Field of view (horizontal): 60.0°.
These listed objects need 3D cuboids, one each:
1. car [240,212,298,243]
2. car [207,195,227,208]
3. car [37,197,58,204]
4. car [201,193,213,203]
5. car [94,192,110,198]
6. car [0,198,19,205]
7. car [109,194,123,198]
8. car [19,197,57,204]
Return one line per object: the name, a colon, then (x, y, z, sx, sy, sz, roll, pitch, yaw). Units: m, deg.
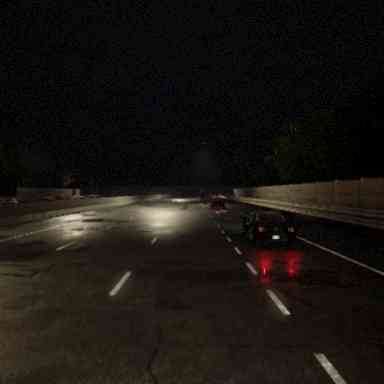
car: (3.499, 1.599, 16.073, 1.895, 1.301, 4.718, 0, 0, 0)
car: (3.498, 1.533, 46.804, 1.812, 1.442, 4.674, 0, 0, 0)
car: (-27.987, 1.609, 64.570, 1.895, 1.301, 4.718, 0, 0, 0)
car: (3.531, 1.516, 72.204, 1.882, 1.535, 5.008, 0, 0, 0)
car: (-20.949, 0.889, 78.753, 2.150, 2.045, 5.566, 0, 0, 0)
car: (-21.083, 1.492, 38.009, 2.128, 1.511, 4.902, 0, 0, 0)
car: (-17.449, 1.142, 78.770, 1.882, 1.535, 5.008, 0, 0, 0)
car: (-17.580, 1.526, 38.324, 1.812, 1.442, 4.674, 0, 0, 0)
